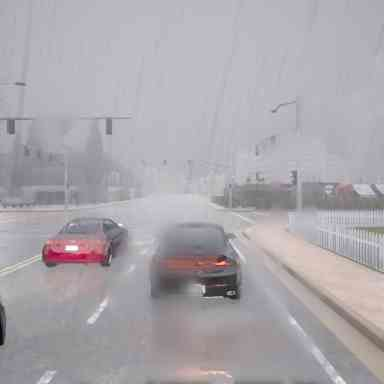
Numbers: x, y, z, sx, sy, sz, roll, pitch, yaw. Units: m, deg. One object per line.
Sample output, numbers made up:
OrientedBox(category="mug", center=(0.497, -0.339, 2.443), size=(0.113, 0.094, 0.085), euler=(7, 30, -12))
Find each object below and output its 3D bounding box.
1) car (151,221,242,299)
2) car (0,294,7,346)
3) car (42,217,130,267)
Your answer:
OrientedBox(category="car", center=(0.087, 1.505, 8.413), size=(1.837, 1.490, 4.892), euler=(0, 0, 0))
OrientedBox(category="car", center=(-3.408, 1.492, 2.543), size=(2.128, 1.511, 4.902), euler=(0, 0, 0))
OrientedBox(category="car", center=(-3.418, 1.564, 11.451), size=(1.994, 1.385, 4.181), euler=(0, 0, 0))
